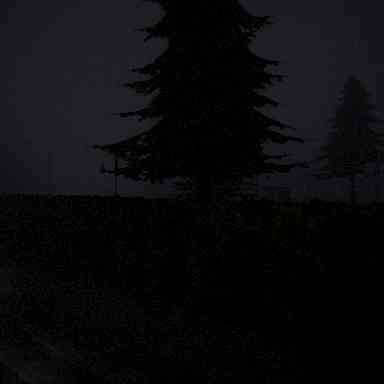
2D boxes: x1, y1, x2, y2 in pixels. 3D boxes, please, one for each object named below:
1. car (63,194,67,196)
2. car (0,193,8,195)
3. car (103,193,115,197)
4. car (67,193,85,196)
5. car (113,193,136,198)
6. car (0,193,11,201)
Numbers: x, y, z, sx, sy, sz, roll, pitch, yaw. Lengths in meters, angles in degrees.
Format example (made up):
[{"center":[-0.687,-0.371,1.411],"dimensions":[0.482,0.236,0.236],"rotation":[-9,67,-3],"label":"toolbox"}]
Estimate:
[{"center":[-31.908,1.214,85.939],"dimensions":[3.806,1.475,1.970],"rotation":[0,0,-45],"label":"car"},{"center":[-23.711,1.320,41.282],"dimensions":[5.027,1.636,2.152],"rotation":[0,0,-45],"label":"car"},{"center":[-15.867,1.084,70.694],"dimensions":[4.605,1.855,1.932],"rotation":[0,0,-45],"label":"car"},{"center":[-27.175,1.137,81.593],"dimensions":[5.027,1.636,2.152],"rotation":[0,0,-45],"label":"car"},{"center":[-10.306,1.375,54.272],"dimensions":[3.806,1.475,1.970],"rotation":[0,0,-45],"label":"car"},{"center":[-41.765,1.080,71.634],"dimensions":[4.605,1.855,1.932],"rotation":[0,0,-45],"label":"car"}]
